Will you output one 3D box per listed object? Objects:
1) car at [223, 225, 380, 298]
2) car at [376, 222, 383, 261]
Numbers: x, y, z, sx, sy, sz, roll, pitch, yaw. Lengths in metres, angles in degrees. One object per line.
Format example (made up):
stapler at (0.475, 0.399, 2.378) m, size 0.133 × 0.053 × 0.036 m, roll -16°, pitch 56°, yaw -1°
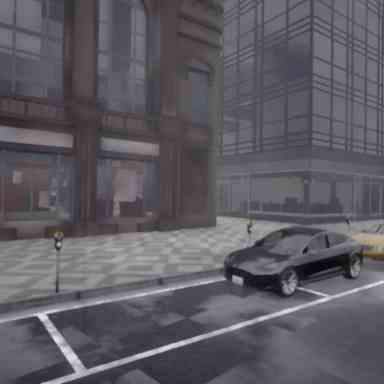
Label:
car at (2.809, 1.635, 8.758) m, size 4.313 × 1.339 × 1.947 m, roll 1°, pitch 0°, yaw -35°
car at (7.251, 1.647, 11.924) m, size 4.829 × 1.417 × 1.752 m, roll 1°, pitch 0°, yaw -35°
